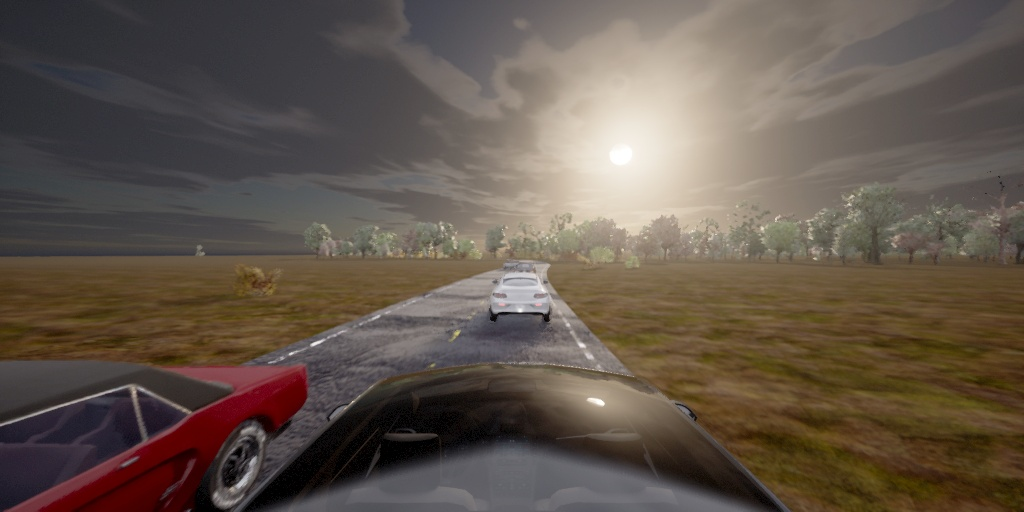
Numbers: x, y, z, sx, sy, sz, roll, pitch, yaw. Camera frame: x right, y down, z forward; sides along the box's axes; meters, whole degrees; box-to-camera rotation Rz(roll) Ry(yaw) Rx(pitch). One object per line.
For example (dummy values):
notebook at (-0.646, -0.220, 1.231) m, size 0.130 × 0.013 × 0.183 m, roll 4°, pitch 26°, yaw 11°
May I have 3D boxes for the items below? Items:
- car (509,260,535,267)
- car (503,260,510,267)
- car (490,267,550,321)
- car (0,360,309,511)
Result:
car at (1.139, 1.259, 30.277) m, size 2.033 × 1.411 × 5.357 m, roll 0°, pitch 0°, yaw 4°
car at (-0.078, 1.279, 50.936) m, size 1.895 × 1.301 × 4.718 m, roll 0°, pitch 0°, yaw 7°
car at (0.288, 1.262, 12.339) m, size 1.812 × 1.442 × 4.674 m, roll 0°, pitch 0°, yaw 1°
car at (-3.078, 1.348, 1.531) m, size 1.895 × 1.301 × 4.718 m, roll 0°, pitch 0°, yaw 0°
